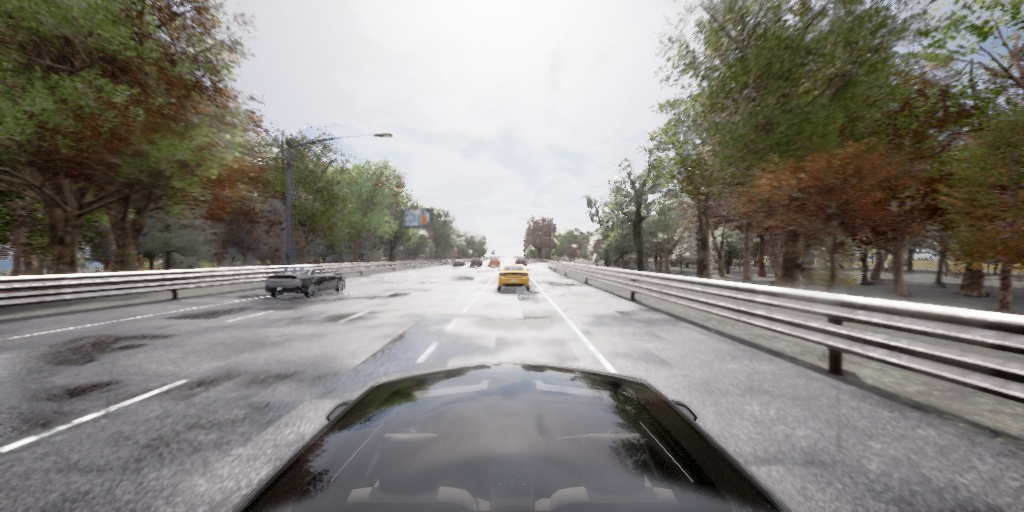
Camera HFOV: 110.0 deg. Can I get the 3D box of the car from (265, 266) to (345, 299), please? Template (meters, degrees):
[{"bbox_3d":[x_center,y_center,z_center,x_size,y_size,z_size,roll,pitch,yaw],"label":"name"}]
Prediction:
[{"bbox_3d":[-10.400,1.269,18.465,2.128,1.511,4.902,0,0,0],"label":"car"}]

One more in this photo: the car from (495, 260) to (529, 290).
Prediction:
[{"bbox_3d":[0.099,1.262,23.172,1.882,1.535,5.008,0,0,0],"label":"car"}]
